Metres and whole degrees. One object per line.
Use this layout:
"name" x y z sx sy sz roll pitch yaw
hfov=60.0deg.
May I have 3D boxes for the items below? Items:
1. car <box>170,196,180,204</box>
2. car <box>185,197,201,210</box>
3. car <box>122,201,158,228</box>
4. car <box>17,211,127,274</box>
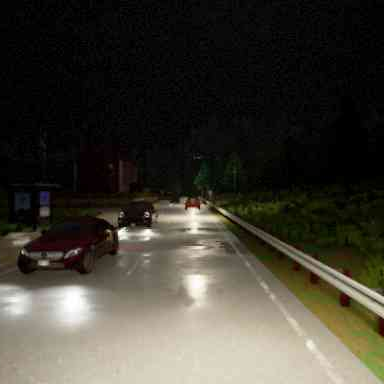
"car" -3.503 1.630 69.470 1.882 1.535 5.008 0 0 0
"car" 0.097 1.451 45.381 2.097 1.767 4.553 0 0 0
"car" -3.549 1.401 22.386 2.097 1.767 4.553 0 0 1
"car" -3.666 1.550 10.772 1.812 1.442 4.674 0 0 3
